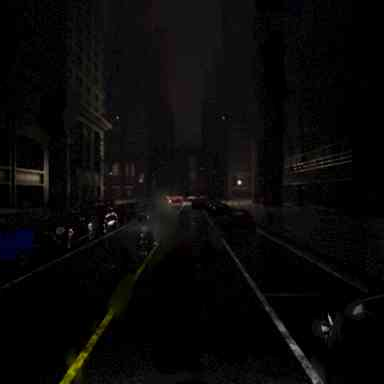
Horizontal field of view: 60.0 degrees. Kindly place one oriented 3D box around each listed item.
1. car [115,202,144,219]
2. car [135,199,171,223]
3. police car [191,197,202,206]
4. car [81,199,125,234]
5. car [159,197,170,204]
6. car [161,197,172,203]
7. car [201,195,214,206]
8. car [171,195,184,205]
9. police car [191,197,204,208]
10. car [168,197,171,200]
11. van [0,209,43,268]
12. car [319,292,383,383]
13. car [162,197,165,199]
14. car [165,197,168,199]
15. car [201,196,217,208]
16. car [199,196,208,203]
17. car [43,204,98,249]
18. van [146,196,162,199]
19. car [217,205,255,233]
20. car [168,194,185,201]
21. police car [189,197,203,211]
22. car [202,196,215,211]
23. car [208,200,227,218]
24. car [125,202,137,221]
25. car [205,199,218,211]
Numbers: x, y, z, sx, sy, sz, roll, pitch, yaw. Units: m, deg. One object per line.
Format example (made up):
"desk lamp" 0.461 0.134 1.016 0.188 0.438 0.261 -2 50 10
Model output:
"car" -5.797 1.679 31.354 1.947 1.339 4.313 0 0 0
"car" -3.125 1.587 26.542 2.128 1.511 4.902 0 0 0
"police car" 0.805 1.656 60.004 1.930 1.638 5.238 0 0 0
"car" -5.787 1.387 20.082 2.192 1.841 5.009 0 0 0
"car" -5.839 1.846 70.810 1.947 1.339 4.313 0 0 0
"car" -5.845 1.858 76.447 2.008 1.369 4.403 0 0 0
"car" 2.696 1.544 59.550 2.192 1.841 5.009 0 0 0
"car" -3.075 1.856 66.830 1.895 1.301 4.718 0 0 0
"police car" 0.812 1.630 54.004 1.930 1.638 5.238 0 0 0
"car" -5.833 1.820 65.174 1.947 1.339 4.313 0 0 0
"van" -5.775 1.373 8.809 1.690 1.788 3.998 0 0 0
"car" 2.757 1.577 3.187 1.947 1.339 4.313 0 0 0
"car" -5.821 1.729 53.731 1.752 1.417 4.829 0 0 0
"car" -5.827 1.811 59.538 1.802 1.307 4.206 0 0 0
"car" 2.702 1.519 53.914 2.192 1.841 5.009 0 0 0
"car" 2.679 1.747 76.458 1.967 1.590 4.097 0 0 0
"car" -5.780 1.492 14.445 1.967 1.590 4.097 0 0 0
"van" -5.816 1.521 48.265 1.690 1.788 3.998 0 0 0
"car" 2.740 1.654 20.096 1.802 1.307 4.206 0 0 0
"car" -4.542 1.574 95.437 4.553 1.767 2.097 0 0 38
"police car" 0.855 1.588 44.004 1.930 1.638 5.238 0 0 0
"car" 2.715 1.597 42.642 1.967 1.590 4.097 0 0 0
"car" 2.728 1.695 31.369 1.802 1.307 4.206 0 0 0
"car" -5.791 1.659 25.718 1.947 1.339 4.313 0 0 0
"car" 2.722 1.717 37.006 1.802 1.307 4.206 0 0 0
